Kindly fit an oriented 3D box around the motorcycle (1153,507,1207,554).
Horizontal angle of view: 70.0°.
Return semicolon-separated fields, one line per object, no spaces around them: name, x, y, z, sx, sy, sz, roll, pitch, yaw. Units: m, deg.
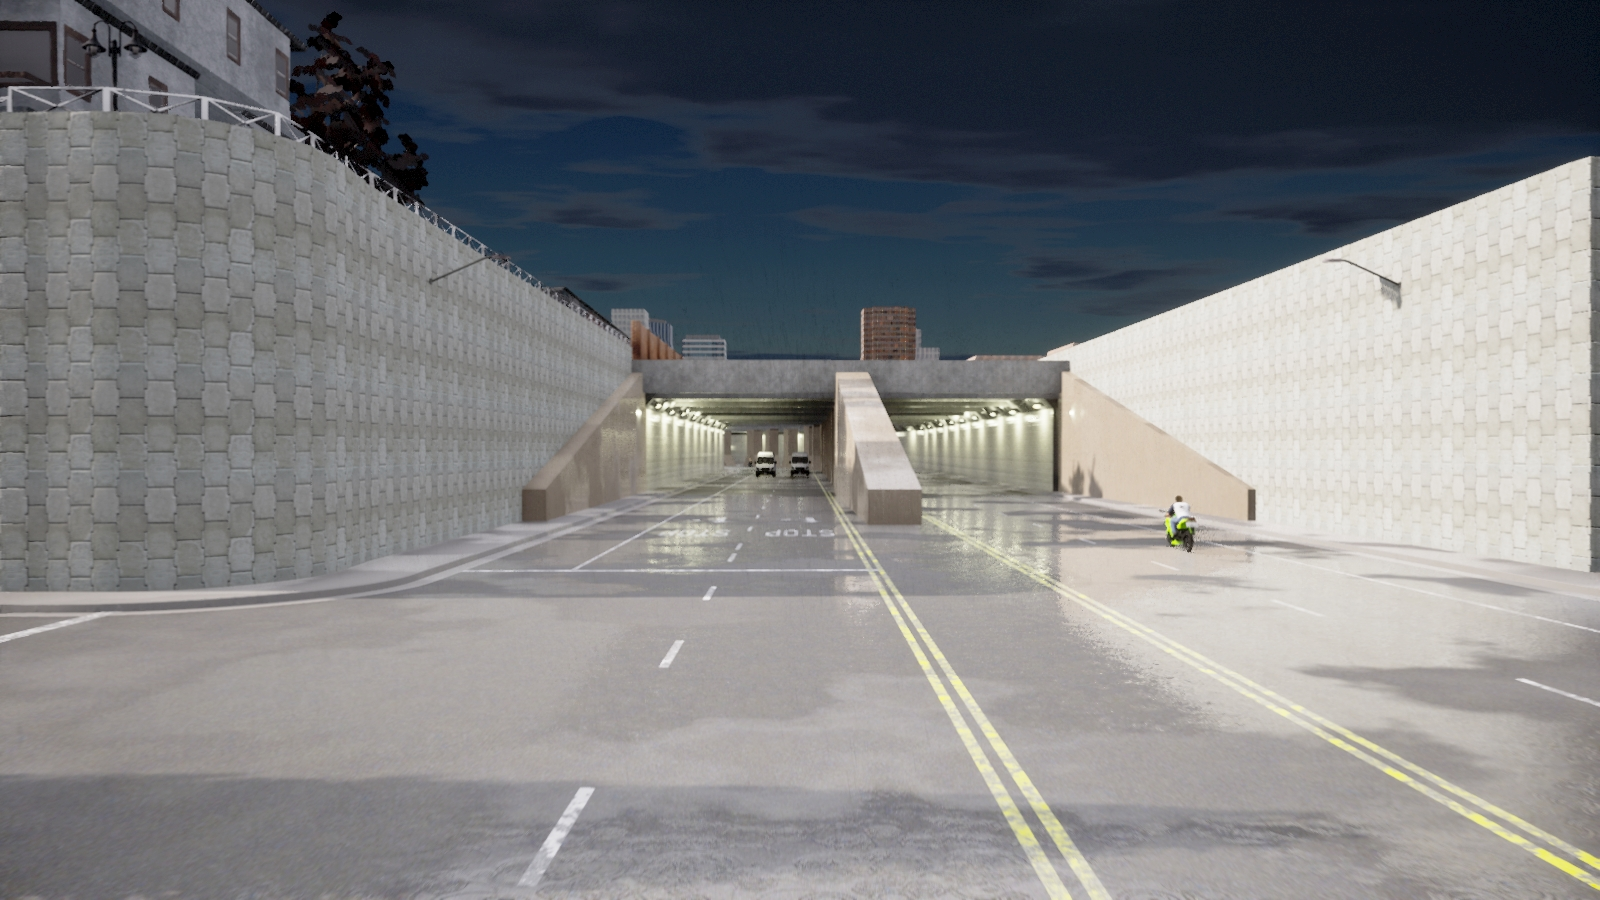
motorcycle;10.479;2.196;31.567;0.803;1.145;2.033;0;0;0
